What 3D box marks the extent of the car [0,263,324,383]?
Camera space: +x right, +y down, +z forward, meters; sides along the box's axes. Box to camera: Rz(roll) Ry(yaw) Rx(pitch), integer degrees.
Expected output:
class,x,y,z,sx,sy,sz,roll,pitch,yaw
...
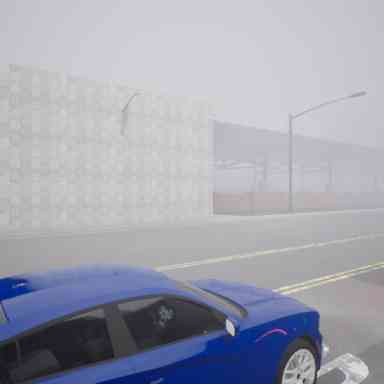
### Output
class,x,y,z,sx,sy,sz,roll,pitch,yaw
car,-0.743,1.478,3.220,5.008,1.535,1.882,0,0,-36
